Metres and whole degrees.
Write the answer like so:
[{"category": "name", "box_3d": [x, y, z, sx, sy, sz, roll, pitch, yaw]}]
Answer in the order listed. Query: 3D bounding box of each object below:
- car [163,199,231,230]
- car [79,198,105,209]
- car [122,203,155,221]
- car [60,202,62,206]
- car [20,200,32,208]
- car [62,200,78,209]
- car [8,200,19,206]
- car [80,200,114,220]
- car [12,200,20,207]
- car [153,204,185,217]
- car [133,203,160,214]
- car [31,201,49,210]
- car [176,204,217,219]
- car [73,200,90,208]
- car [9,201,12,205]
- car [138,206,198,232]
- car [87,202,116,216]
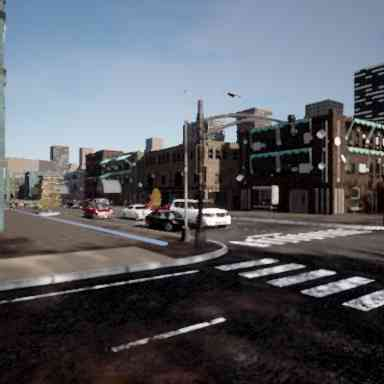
[{"category": "car", "box_3d": [0.423, 1.574, 24.666, 2.150, 2.045, 5.566, 0, -1, -35]}, {"category": "car", "box_3d": [-16.119, 2.222, 53.398, 1.837, 1.490, 4.892, 0, -1, -36]}, {"category": "car", "box_3d": [-5.268, 1.990, 32.657, 1.812, 1.442, 4.674, 0, -1, -35]}, {"category": "car", "box_3d": [-28.486, 2.541, 75.203, 1.947, 1.339, 4.313, -1, 0, -35]}, {"category": "car", "box_3d": [-32.099, 2.479, 65.832, 2.008, 1.369, 4.403, -1, 0, -35]}, {"category": "car", "box_3d": [-21.881, 2.314, 61.488, 2.128, 1.511, 4.902, 0, -1, -36]}, {"category": "car", "box_3d": [-44.945, 2.699, 83.863, 1.887, 1.381, 4.507, -1, 0, -35]}, {"category": "car", "box_3d": [-9.618, 1.951, 34.275, 1.967, 1.590, 4.097, -1, 0, -35]}, {"category": "car", "box_3d": [-38.524, 2.482, 74.847, 1.967, 1.590, 4.097, -1, 0, -35]}, {"category": "car", "box_3d": [-2.791, 2.083, 39.139, 1.802, 1.307, 4.206, -1, 0, -35]}, {"category": "car", "box_3d": [-6.002, 2.145, 43.647, 1.802, 1.307, 4.206, -1, 0, -35]}, {"category": "car", "box_3d": [-25.577, 2.336, 56.677, 1.752, 1.417, 4.829, -1, 0, -35]}, {"category": "car", "box_3d": [0.420, 1.989, 34.631, 2.008, 1.369, 4.403, -1, 0, -35]}, {"category": "car", "box_3d": [-22.062, 2.405, 66.187, 1.887, 1.381, 4.507, -1, 0, -35]}, {"category": "car", "box_3d": [-41.734, 2.649, 79.356, 2.008, 1.369, 4.403, -1, 0, -35]}, {"category": "car", "box_3d": [-1.663, 1.919, 22.903, 1.947, 1.339, 4.313, -1, 0, -35]}, {"category": "car", "box_3d": [-11.299, 2.059, 41.139, 1.882, 1.535, 5.008, 0, -1, -35]}]
